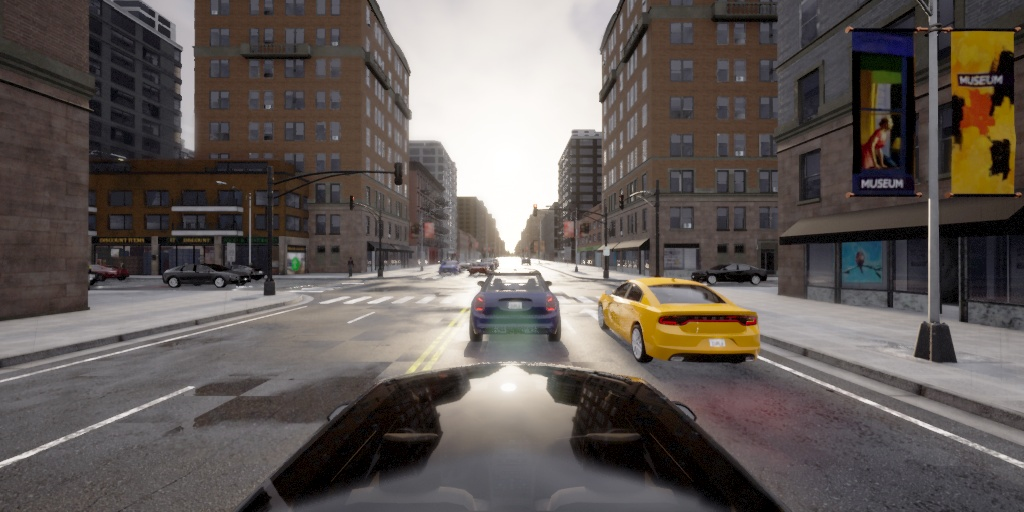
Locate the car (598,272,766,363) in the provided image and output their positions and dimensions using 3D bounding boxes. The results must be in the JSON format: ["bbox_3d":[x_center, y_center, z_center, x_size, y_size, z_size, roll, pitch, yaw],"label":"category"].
[{"bbox_3d":[3.315,1.228,8.175,1.882,1.535,5.008,0,0,1],"label":"car"}]

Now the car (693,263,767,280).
[{"bbox_3d":[15.844,1.268,26.327,5.008,1.535,1.882,0,0,1],"label":"car"}]

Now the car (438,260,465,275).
[{"bbox_3d":[-6.654,1.227,38.708,1.882,1.535,5.008,0,0,0],"label":"car"}]

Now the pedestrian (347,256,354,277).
[{"bbox_3d":[-14.188,0.920,31.491,0.375,1.860,0.375,0,0,0],"label":"pedestrian"}]

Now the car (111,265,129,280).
[{"bbox_3d":[-33.189,1.344,28.681,4.207,1.307,1.802,0,0,0],"label":"car"}]

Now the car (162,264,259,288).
[{"bbox_3d":[-19.617,1.248,23.148,4.892,1.490,1.837,0,0,0],"label":"car"}]

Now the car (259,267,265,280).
[{"bbox_3d":[-22.167,1.330,28.642,4.313,1.339,1.948,0,0,0],"label":"car"}]

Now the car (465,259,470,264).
[{"bbox_3d":[-6.664,1.311,49.399,1.994,1.385,4.181,0,0,1],"label":"car"}]

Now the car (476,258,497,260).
[{"bbox_3d":[-3.419,1.099,47.643,2.097,1.767,4.553,0,0,0],"label":"car"}]

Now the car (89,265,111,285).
[{"bbox_3d":[-29.758,1.232,23.185,4.902,1.511,2.128,0,0,0],"label":"car"}]

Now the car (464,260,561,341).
[{"bbox_3d":[0.077,1.102,9.977,2.097,1.767,4.553,0,0,0],"label":"car"}]

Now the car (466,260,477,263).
[{"bbox_3d":[-3.378,1.350,37.355,1.895,1.301,4.718,0,0,-1],"label":"car"}]
